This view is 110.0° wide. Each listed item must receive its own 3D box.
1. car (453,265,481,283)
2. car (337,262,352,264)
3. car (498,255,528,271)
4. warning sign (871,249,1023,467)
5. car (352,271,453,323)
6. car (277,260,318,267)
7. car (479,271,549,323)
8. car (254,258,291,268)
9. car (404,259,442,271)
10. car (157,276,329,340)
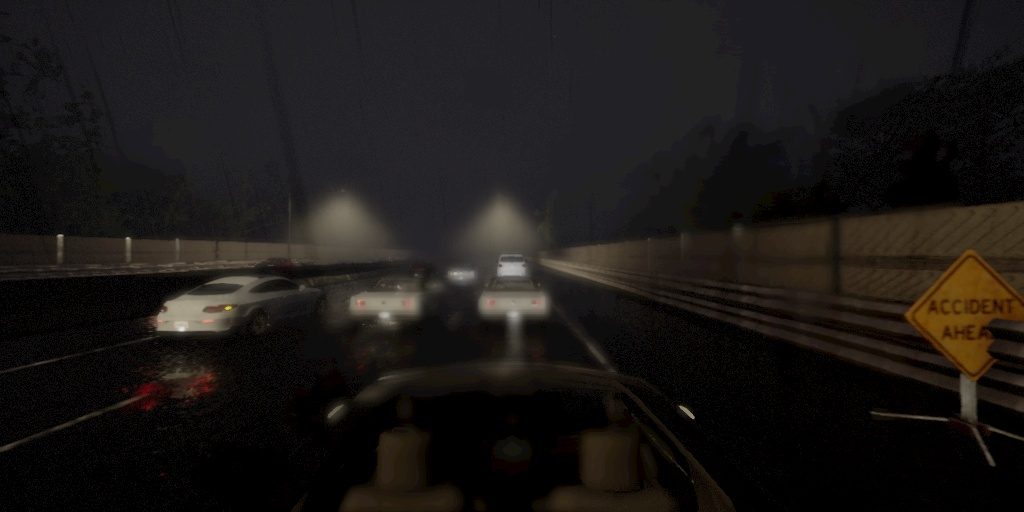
[{"bbox_3d":[-3.414,1.319,27.251,1.895,1.301,4.718,0,0,0],"label":"car"},{"bbox_3d":[-17.600,1.268,37.450,1.994,1.385,4.181,0,0,0],"label":"car"},{"bbox_3d":[0.088,0.939,27.992,2.150,2.045,5.566,0,0,0],"label":"car"},{"bbox_3d":[4.550,0.863,3.568,1.300,1.860,1.060,0,0,0],"label":"warning sign"},{"bbox_3d":[-3.411,1.338,11.962,1.895,1.301,4.718,0,0,0],"label":"car"},{"bbox_3d":[-21.103,1.306,36.397,1.895,1.301,4.718,0,0,0],"label":"car"},{"bbox_3d":[0.089,1.338,12.053,1.895,1.301,4.718,0,0,0],"label":"car"},{"bbox_3d":[-24.597,1.056,37.381,2.097,1.767,4.553,0,0,0],"label":"car"},{"bbox_3d":[-6.913,1.220,29.037,1.837,1.490,4.892,0,0,0],"label":"car"},{"bbox_3d":[-6.916,1.265,9.832,1.812,1.442,4.674,0,0,0],"label":"car"}]
